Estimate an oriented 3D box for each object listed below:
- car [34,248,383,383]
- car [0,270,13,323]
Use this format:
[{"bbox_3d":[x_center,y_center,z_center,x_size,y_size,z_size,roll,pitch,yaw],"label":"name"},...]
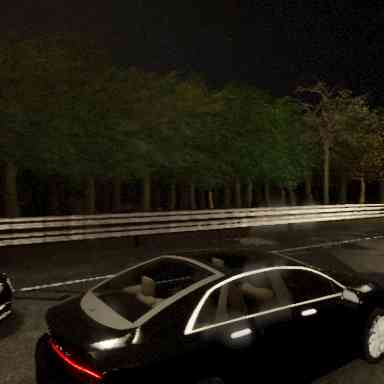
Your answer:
[{"bbox_3d":[0.709,1.499,4.227,4.892,1.490,1.837,0,0,-35],"label":"car"},{"bbox_3d":[-5.134,1.472,4.361,4.902,1.511,2.128,0,0,-36],"label":"car"}]
